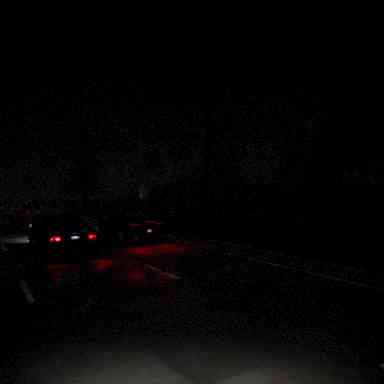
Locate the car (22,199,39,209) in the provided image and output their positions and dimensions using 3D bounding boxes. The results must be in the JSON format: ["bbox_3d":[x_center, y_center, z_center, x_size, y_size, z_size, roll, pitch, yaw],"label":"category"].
[{"bbox_3d":[-22.967,1.750,47.255,1.812,1.442,4.674,0,-1,-33],"label":"car"}]

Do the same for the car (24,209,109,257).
[{"bbox_3d":[-5.330,1.612,13.420,2.033,1.411,5.357,0,0,-33],"label":"car"}]

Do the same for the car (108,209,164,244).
[{"bbox_3d":[-3.198,1.561,16.593,1.882,1.535,5.008,0,0,-33],"label":"car"}]

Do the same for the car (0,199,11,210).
[{"bbox_3d":[-25.952,1.738,45.426,1.812,1.442,4.674,0,-1,-33],"label":"car"}]
